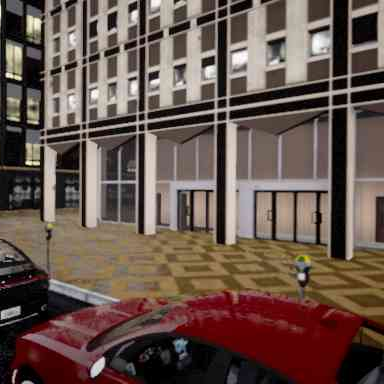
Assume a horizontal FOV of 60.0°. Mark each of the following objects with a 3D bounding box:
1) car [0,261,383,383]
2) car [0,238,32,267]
[{"bbox_3d":[0.300,1.524,2.667,4.507,1.381,1.887,1,0,35],"label":"car"},{"bbox_3d":[-4.319,1.433,5.962,4.403,1.369,2.008,1,0,35],"label":"car"}]
